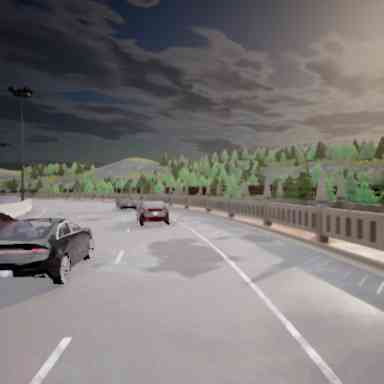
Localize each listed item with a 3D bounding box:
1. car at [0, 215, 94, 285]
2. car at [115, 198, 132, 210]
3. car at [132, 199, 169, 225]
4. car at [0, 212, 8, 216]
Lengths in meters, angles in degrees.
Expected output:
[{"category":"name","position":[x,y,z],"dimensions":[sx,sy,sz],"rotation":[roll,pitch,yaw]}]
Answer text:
[{"category":"car","position":[-4.045,1.450,9.229],"dimensions":[2.128,1.511,4.902],"rotation":[0,0,-5]},{"category":"car","position":[-7.670,1.344,38.663],"dimensions":[1.994,1.385,4.181],"rotation":[0,0,-21]},{"category":"car","position":[-2.783,1.363,23.011],"dimensions":[2.163,1.488,4.792],"rotation":[0,0,-13]},{"category":"car","position":[-8.017,1.479,13.049],"dimensions":[1.812,1.442,4.674],"rotation":[0,0,-7]}]
